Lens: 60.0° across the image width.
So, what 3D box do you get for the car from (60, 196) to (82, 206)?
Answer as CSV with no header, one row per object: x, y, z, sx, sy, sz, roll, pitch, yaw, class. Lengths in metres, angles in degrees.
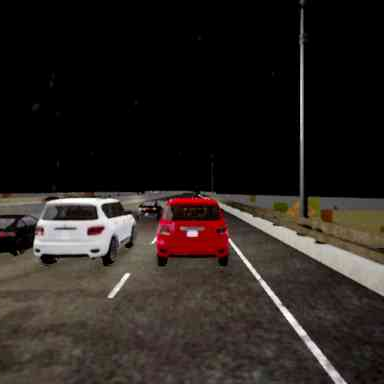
-21.025,1.500,58.010,1.882,1.535,5.008,0,0,1,car

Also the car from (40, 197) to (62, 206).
-24.516,1.549,57.954,1.812,1.442,4.674,0,0,1,car

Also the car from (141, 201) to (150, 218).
-3.448,1.503,27.934,2.128,1.511,4.902,0,0,1,car

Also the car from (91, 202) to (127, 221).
-6.947,1.576,28.232,1.994,1.385,4.181,0,0,0,car

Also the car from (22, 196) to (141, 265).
-3.462,1.228,11.823,2.150,2.045,5.566,0,0,1,car

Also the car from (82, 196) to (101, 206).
-17.532,1.526,58.204,1.837,1.490,4.892,0,0,1,car

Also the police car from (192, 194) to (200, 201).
1.063,1.457,88.958,1.930,1.638,5.238,0,0,0,police car

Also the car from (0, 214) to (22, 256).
-6.950,1.570,13.124,1.994,1.385,4.181,0,0,0,car

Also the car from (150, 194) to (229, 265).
0.038,1.228,11.772,2.150,2.045,5.566,0,0,1,car

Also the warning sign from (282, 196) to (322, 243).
4.557,1.121,13.841,1.300,1.860,1.060,0,0,0,warning sign

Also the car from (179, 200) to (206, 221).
0.052,1.503,27.935,2.128,1.511,4.902,0,0,0,car
